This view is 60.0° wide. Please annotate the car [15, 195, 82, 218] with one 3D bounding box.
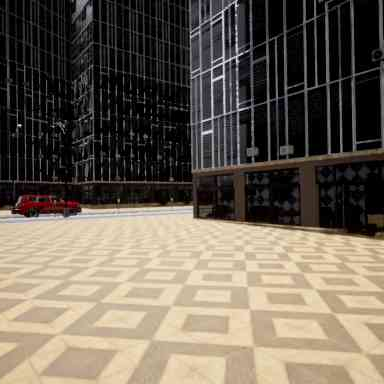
[{"bbox_3d":[-11.741,1.188,27.327,5.009,1.841,2.192,0,-1,-36],"label":"car"}]
